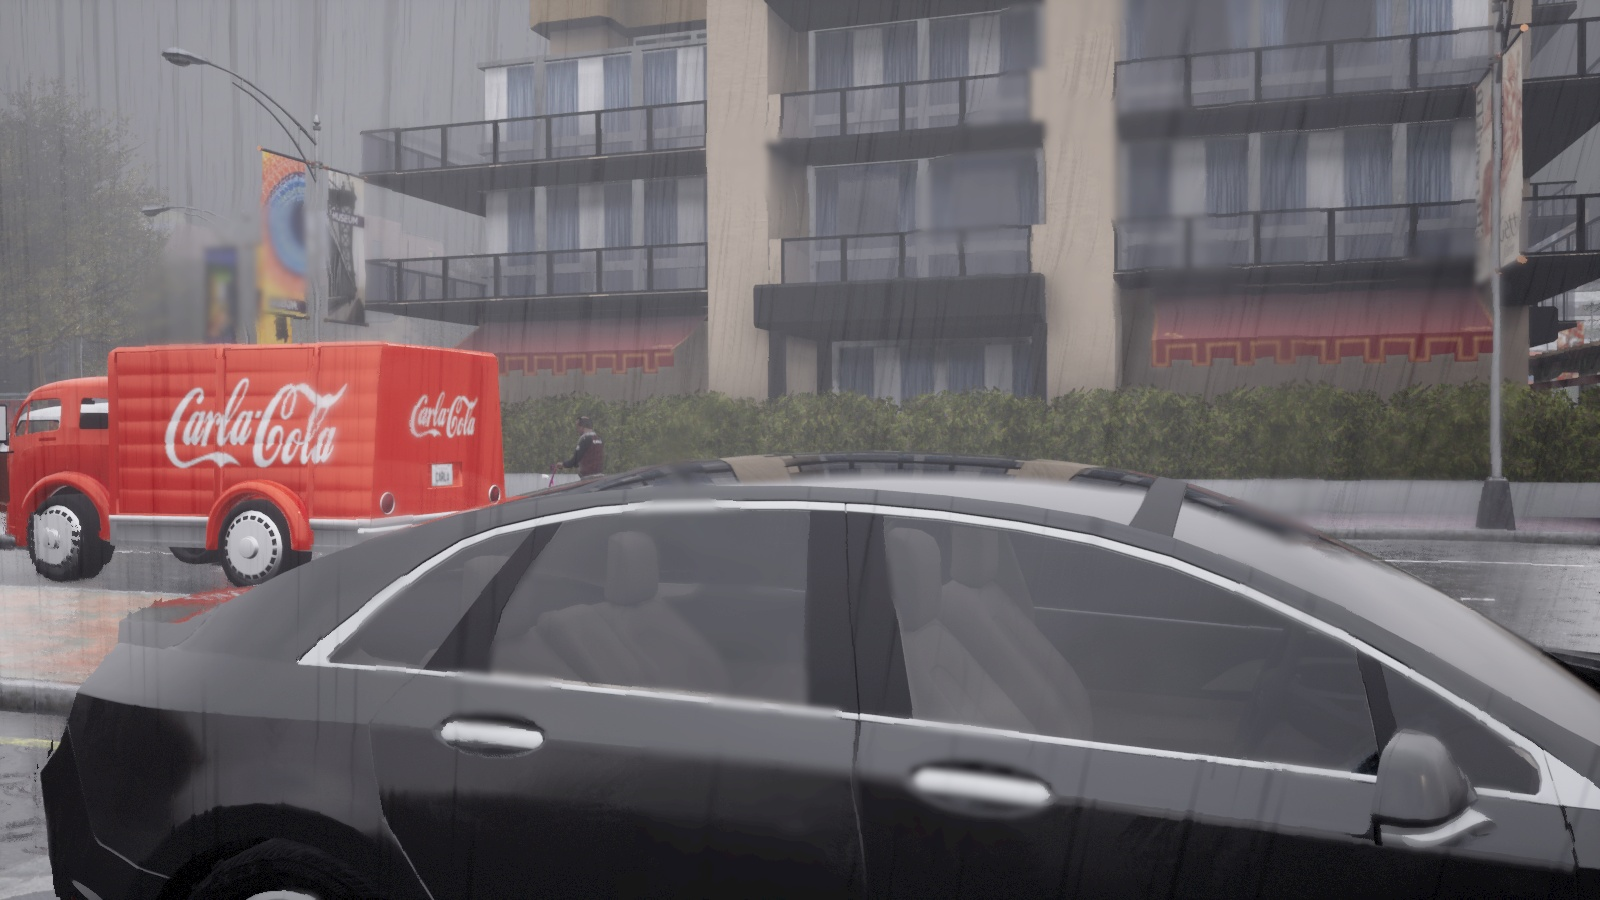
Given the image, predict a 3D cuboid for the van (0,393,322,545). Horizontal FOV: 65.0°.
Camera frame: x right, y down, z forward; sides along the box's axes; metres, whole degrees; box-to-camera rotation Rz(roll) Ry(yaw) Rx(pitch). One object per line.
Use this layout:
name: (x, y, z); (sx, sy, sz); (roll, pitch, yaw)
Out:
van: (-9.596, 0.218, 18.508); (4.480, 2.038, 2.069); (1, 1, 19)

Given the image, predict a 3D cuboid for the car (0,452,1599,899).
car: (0.540, 0.785, 3.011); (4.892, 1.490, 1.837); (1, 1, 19)

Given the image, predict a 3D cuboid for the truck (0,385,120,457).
truck: (-42.201, -1.612, 69.671); (8.468, 3.827, 2.891); (1, 1, 19)

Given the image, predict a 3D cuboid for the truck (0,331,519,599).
truck: (-6.039, 0.099, 13.653); (5.204, 2.467, 2.627); (1, 1, 19)
